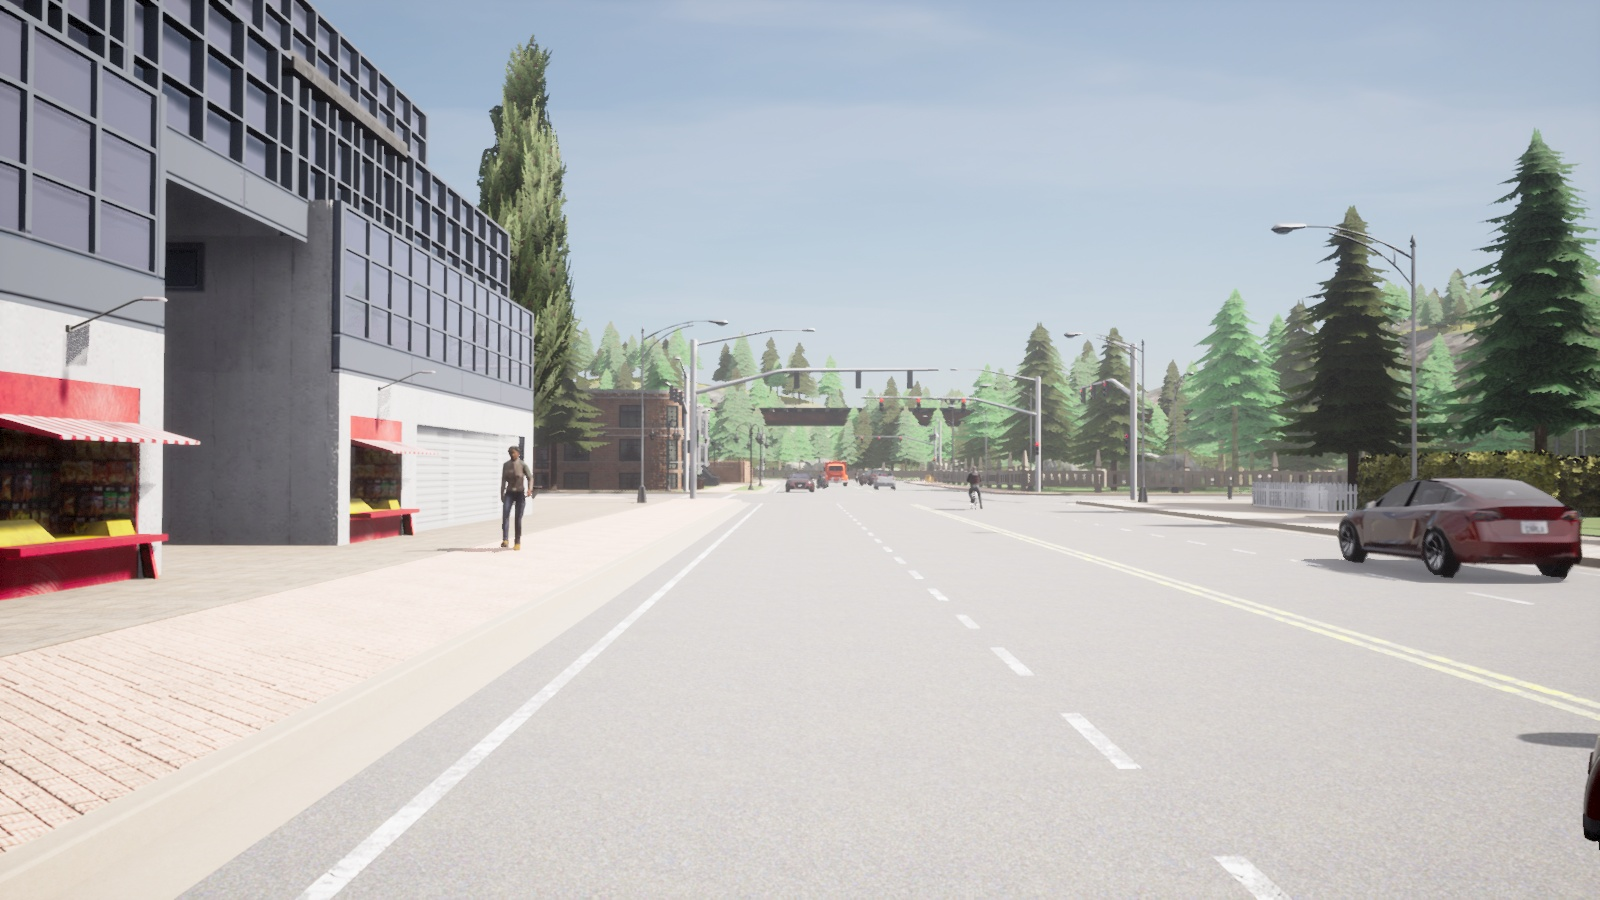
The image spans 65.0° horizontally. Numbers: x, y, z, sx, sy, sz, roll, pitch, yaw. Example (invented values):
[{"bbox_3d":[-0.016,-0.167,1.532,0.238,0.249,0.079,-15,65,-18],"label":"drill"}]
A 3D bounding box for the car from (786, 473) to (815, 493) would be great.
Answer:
[{"bbox_3d":[0.004,2.319,89.475,1.994,1.385,4.181,0,-1,-1],"label":"car"}]

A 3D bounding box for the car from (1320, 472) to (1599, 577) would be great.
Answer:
[{"bbox_3d":[10.499,1.099,20.329,2.163,1.488,4.792,0,-1,0],"label":"car"}]

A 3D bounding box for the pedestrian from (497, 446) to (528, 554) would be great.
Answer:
[{"bbox_3d":[-4.894,0.837,21.411,0.328,1.805,0.869,0,-1,0],"label":"pedestrian"}]

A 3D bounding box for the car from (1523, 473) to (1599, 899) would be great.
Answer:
[{"bbox_3d":[3.495,0.821,2.641,1.789,1.549,3.705,0,-1,0],"label":"car"}]
